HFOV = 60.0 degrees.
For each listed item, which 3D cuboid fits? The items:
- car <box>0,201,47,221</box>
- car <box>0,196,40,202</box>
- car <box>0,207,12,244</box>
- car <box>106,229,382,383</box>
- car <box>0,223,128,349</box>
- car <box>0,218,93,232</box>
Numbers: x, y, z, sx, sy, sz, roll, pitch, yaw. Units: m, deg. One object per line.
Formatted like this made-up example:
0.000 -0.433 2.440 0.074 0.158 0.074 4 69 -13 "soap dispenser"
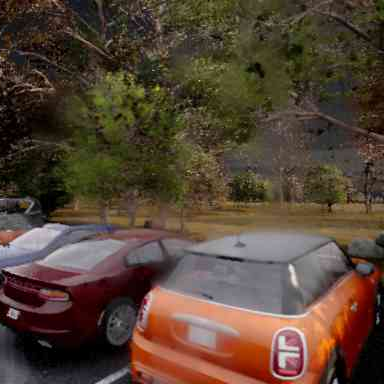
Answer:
-5.474 1.300 9.629 2.185 1.767 4.553 0 0 36 "car"
-7.738 1.158 11.248 2.435 2.045 5.566 0 0 36 "car"
-9.976 1.422 12.914 2.163 1.488 4.792 0 0 36 "car"
1.326 1.346 4.777 2.185 1.767 4.553 0 0 36 "car"
-0.926 1.457 6.416 2.097 1.535 5.008 0 0 36 "car"
-3.188 1.481 8.040 2.002 1.452 4.674 0 0 36 "car"
